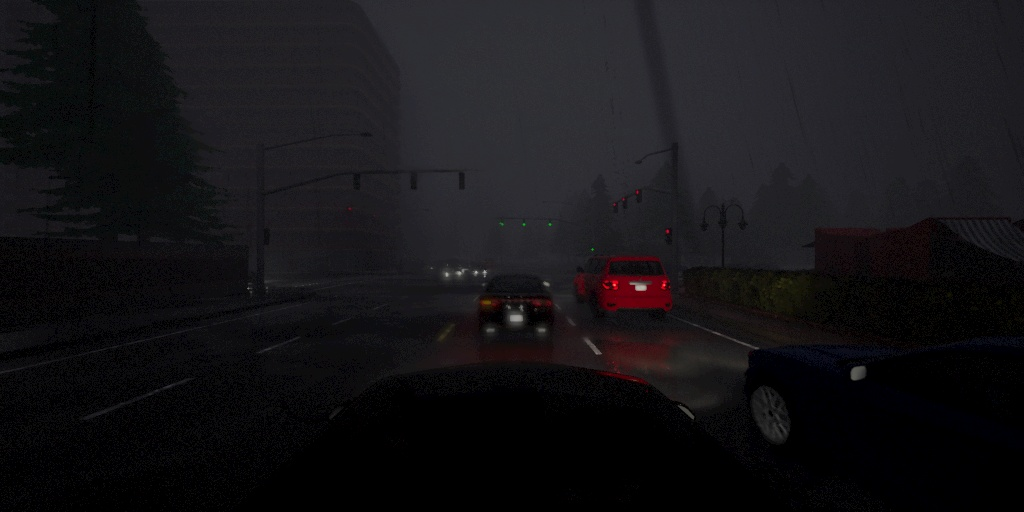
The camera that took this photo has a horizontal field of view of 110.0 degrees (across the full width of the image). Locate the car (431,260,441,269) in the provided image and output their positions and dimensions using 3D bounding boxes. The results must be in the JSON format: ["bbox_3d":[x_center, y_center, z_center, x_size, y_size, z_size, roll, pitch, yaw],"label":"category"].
[{"bbox_3d":[-10.575,1.297,55.933,2.033,1.411,5.357,0,0,-26],"label":"car"}]

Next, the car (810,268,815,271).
[{"bbox_3d":[29.118,1.297,31.706,4.902,1.511,2.128,0,0,1],"label":"car"}]

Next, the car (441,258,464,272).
[{"bbox_3d":[-7.795,1.102,46.878,2.097,1.767,4.553,0,0,-13],"label":"car"}]

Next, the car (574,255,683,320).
[{"bbox_3d":[3.645,0.974,12.769,2.150,2.045,5.566,0,0,0],"label":"car"}]

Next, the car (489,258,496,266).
[{"bbox_3d":[-4.289,1.102,59.224,2.097,1.767,4.553,0,0,-25],"label":"car"}]

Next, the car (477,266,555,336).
[{"bbox_3d":[0.117,1.228,10.460,1.882,1.535,5.008,0,0,0],"label":"car"}]

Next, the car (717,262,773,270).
[{"bbox_3d":[19.512,1.353,31.826,5.357,1.411,2.033,0,0,1],"label":"car"}]

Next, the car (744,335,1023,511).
[{"bbox_3d":[3.600,1.228,2.112,1.882,1.535,5.008,0,0,0],"label":"car"}]

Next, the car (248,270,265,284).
[{"bbox_3d":[-20.135,1.283,25.115,5.008,1.535,1.882,0,0,1],"label":"car"}]

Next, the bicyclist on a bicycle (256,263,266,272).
[{"bbox_3d":[-28.519,1.106,40.704,0.582,1.620,1.656,0,0,1],"label":"bicyclist on a bicycle"}]

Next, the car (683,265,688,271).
[{"bbox_3d":[14.725,1.283,35.407,5.008,1.535,1.882,0,0,1],"label":"car"}]

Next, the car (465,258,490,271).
[{"bbox_3d":[-4.886,1.314,50.464,1.994,1.385,4.181,0,0,-18],"label":"car"}]

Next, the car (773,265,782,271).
[{"bbox_3d":[23.962,1.331,35.256,4.674,1.442,1.812,0,0,1],"label":"car"}]
